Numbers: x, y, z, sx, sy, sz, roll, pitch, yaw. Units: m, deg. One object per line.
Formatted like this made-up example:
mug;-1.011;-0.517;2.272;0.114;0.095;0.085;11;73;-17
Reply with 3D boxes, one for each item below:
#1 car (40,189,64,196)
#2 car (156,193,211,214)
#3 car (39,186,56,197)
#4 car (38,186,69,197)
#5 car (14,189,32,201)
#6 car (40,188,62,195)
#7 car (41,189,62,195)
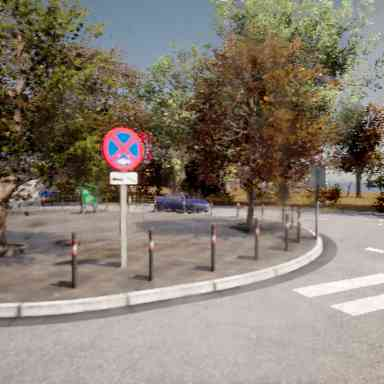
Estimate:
car;-31.342;0.026;74.707;4.892;1.521;2.231;-1;1;-24
car;-0.739;0.833;24.987;4.674;1.442;1.812;1;2;31
car;-25.557;0.134;61.818;4.553;1.767;2.185;-1;2;-24
car;-27.913;-0.081;67.093;5.566;2.045;2.435;-1;1;-24
car;-25.337;0.612;49.659;1.895;1.301;4.718;-1;1;-24
car;-36.052;-0.182;85.108;5.008;1.535;2.097;-1;1;-24
car;-34.811;-0.099;82.434;4.792;1.488;2.163;-1;1;-24
